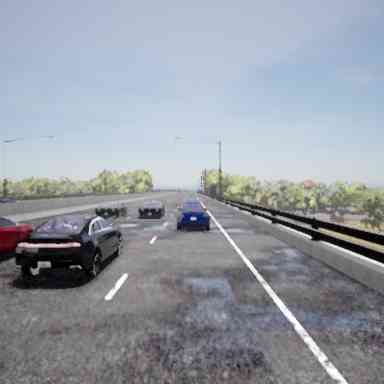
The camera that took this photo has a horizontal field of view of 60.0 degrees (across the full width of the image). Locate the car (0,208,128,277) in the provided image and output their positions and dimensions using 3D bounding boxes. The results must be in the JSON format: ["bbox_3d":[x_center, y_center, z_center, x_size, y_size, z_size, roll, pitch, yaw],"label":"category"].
[{"bbox_3d":[-3.410,1.448,10.094,2.128,1.511,4.902,0,0,0],"label":"car"}]

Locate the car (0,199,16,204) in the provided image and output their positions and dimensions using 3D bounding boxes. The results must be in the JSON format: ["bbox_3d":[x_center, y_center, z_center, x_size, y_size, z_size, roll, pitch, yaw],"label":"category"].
[{"bbox_3d":[-17.577,1.377,30.171,1.837,1.490,4.892,0,0,0],"label":"car"}]

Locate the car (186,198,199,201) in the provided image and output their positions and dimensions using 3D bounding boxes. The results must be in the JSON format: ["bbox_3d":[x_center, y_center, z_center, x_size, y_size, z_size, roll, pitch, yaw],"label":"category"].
[{"bbox_3d":[0.068,1.378,39.389,2.033,1.411,5.357,0,0,0],"label":"car"}]

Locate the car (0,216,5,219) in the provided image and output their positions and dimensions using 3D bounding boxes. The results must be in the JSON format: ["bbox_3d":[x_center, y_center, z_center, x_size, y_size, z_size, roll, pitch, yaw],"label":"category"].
[{"bbox_3d":[-6.909,1.431,10.749,1.882,1.535,5.008,0,0,0],"label":"car"}]

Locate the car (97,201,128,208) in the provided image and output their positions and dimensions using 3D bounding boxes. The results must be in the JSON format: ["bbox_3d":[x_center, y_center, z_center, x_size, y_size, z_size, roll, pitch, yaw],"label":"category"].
[{"bbox_3d":[-6.923,1.476,29.065,1.895,1.301,4.718,0,0,0],"label":"car"}]

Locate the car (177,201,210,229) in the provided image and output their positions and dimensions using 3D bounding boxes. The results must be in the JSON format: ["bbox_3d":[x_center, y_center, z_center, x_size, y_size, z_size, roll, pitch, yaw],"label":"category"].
[{"bbox_3d":[0.083,1.474,20.892,1.994,1.385,4.181,0,0,0],"label":"car"}]

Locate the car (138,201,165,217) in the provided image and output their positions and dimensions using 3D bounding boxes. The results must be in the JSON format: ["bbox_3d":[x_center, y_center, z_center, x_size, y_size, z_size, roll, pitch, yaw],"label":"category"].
[{"bbox_3d":[-3.424,1.475,29.243,1.895,1.301,4.718,0,0,0],"label":"car"}]
